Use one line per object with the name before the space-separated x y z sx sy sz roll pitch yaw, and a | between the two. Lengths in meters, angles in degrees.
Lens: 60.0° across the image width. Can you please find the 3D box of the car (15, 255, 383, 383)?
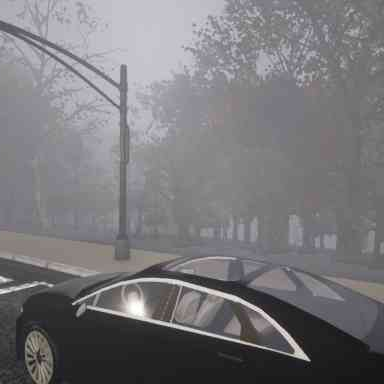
car | -0.017 1.491 3.712 4.902 1.511 2.128 0 0 34
